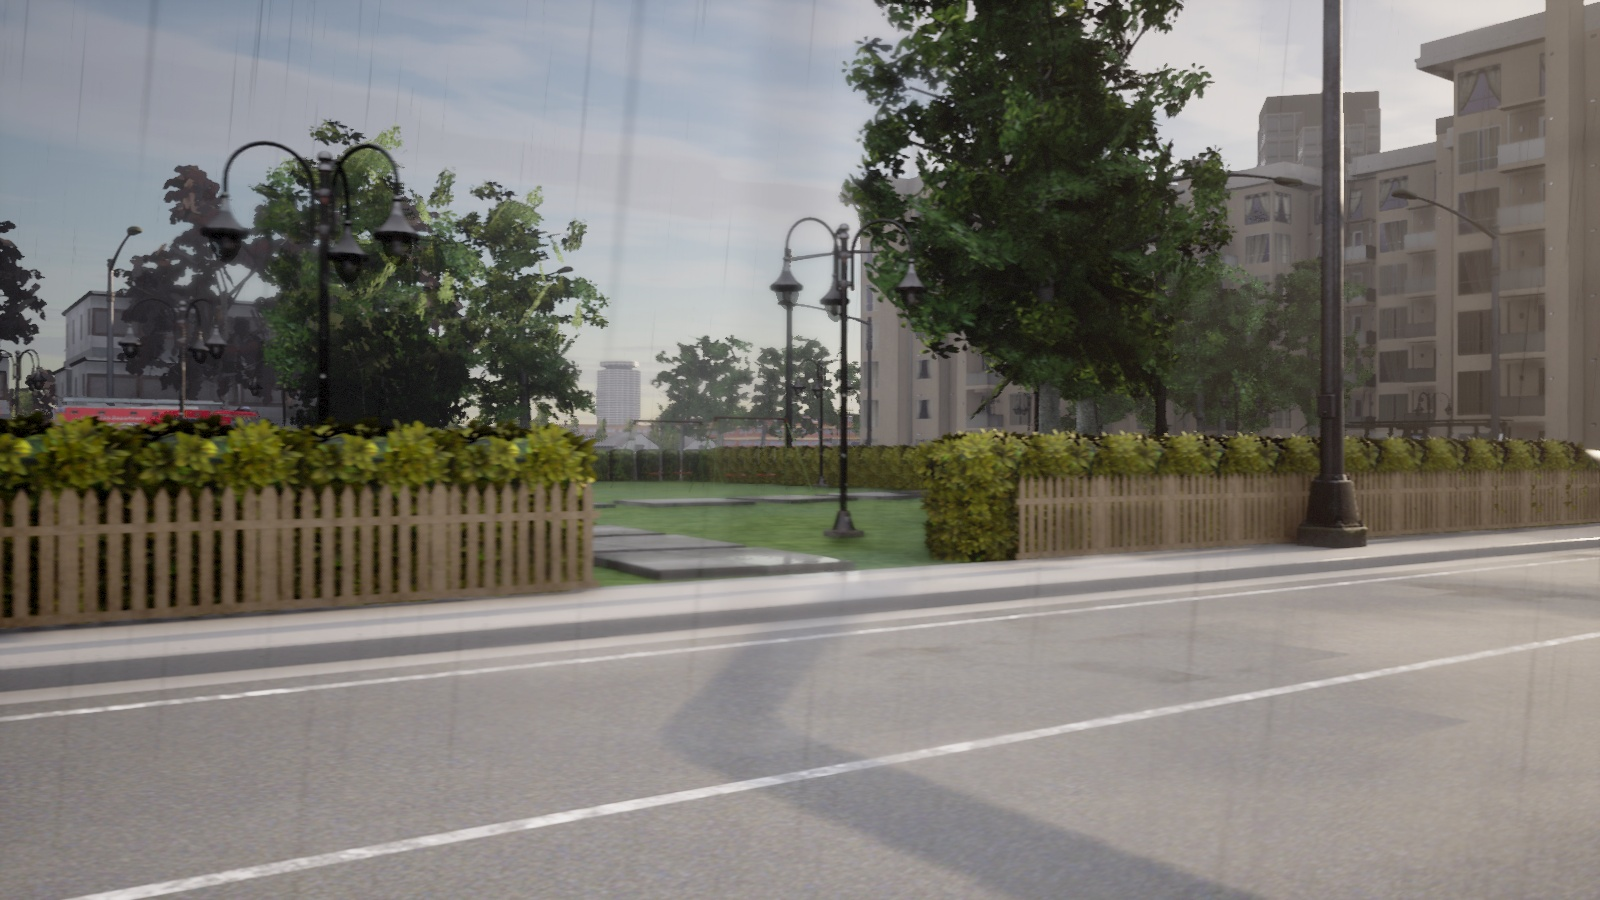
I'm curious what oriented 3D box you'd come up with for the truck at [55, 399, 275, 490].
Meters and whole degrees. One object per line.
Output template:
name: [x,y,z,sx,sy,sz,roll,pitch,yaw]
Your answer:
truck: [-28.378,-0.224,56.321,8.468,3.827,2.891,0,0,-34]
